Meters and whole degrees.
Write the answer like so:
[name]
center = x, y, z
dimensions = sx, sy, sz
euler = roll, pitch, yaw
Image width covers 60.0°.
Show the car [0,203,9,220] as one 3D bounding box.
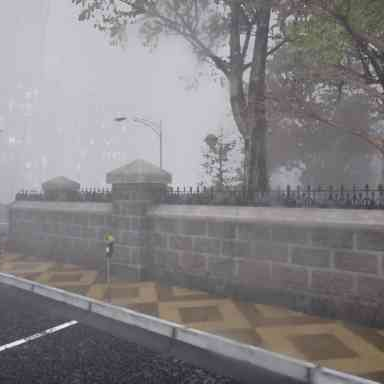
[car]
center = -16.401, 1.694, 27.438
dimensions = 1.837, 1.490, 4.892
euler = 0, -1, 35
